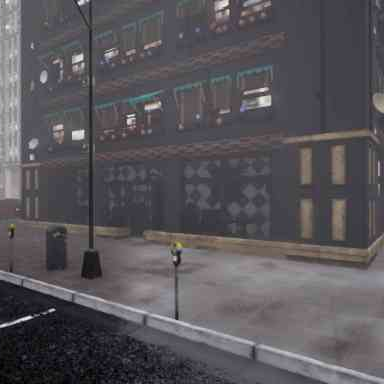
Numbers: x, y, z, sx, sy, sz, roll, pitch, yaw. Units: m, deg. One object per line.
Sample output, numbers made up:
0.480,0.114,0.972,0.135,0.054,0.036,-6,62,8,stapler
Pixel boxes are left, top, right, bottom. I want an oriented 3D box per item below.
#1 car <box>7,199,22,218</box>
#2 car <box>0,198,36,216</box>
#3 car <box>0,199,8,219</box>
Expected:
-11.417,1.282,25.737,1.947,1.339,4.313,1,1,35,car
-16.180,1.307,29.050,1.994,1.385,4.181,0,1,35,car
-14.209,1.309,26.469,1.994,1.385,4.181,0,1,36,car
